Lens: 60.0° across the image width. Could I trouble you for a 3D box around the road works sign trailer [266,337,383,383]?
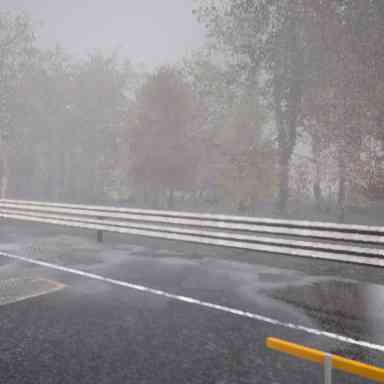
[{"bbox_3d":[2.061,0.432,2.927,2.880,3.560,2.380,2,2,35],"label":"road works sign trailer"}]
